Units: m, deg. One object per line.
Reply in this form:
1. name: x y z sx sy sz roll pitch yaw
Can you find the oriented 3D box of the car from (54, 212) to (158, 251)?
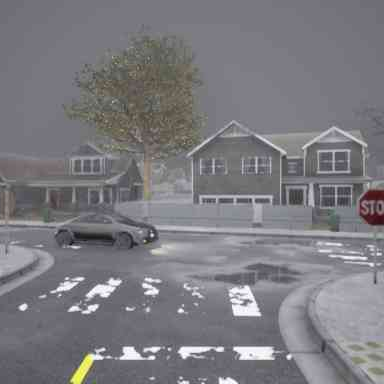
1. car: -3.550 1.557 13.937 4.181 1.385 1.994 0 0 15
